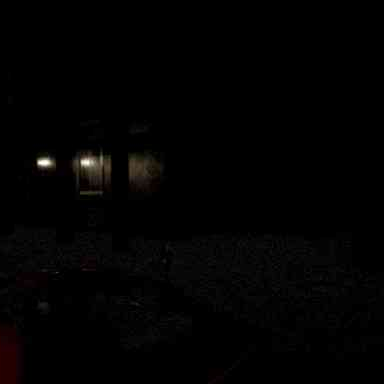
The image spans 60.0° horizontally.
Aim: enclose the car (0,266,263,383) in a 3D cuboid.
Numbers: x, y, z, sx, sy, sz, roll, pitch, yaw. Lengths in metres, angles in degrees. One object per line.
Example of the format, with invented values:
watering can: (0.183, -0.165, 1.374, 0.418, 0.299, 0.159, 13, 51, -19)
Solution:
car: (-1.435, 1.571, 3.880, 4.507, 1.381, 1.887, -1, -1, 35)
